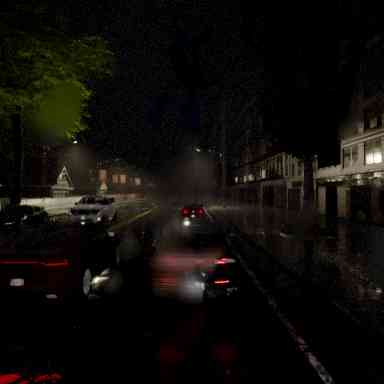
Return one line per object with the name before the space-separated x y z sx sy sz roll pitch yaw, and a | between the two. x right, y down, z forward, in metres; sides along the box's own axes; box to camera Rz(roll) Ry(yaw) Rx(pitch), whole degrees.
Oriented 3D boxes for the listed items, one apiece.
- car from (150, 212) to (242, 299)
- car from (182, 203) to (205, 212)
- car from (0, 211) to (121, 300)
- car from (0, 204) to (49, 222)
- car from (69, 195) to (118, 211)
car | 0.091 1.491 8.432 2.128 1.511 4.902 0 0 0
car | 0.088 1.596 28.381 1.895 1.301 4.718 0 0 0
car | -3.154 1.477 8.473 1.882 1.535 5.008 0 0 0
car | -9.858 1.503 19.032 1.837 1.490 4.892 0 0 0
car | -6.610 1.219 22.905 2.150 2.045 5.566 0 0 0
